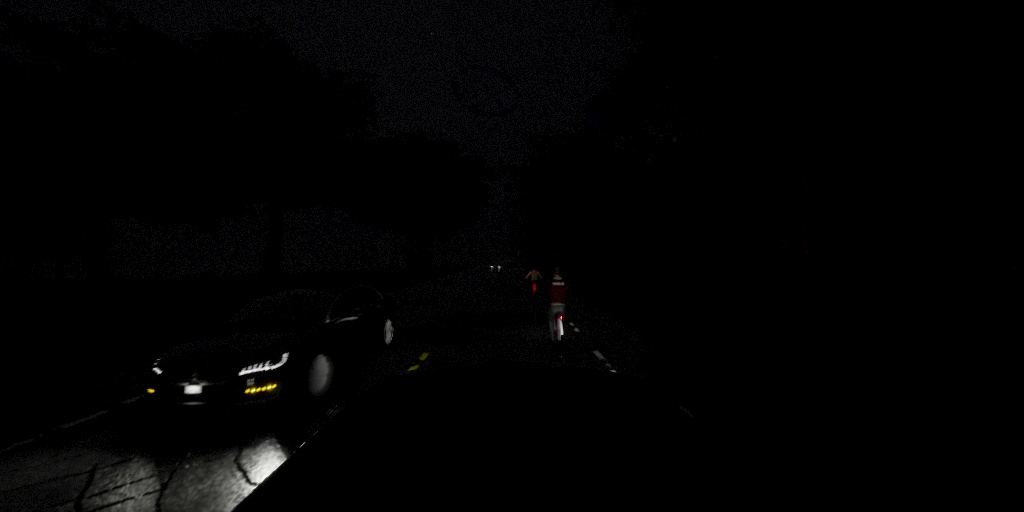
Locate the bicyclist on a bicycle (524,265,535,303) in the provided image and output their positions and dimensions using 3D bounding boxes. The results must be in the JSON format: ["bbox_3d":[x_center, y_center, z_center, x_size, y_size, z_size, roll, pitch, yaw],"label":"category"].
[{"bbox_3d":[0.949,1.195,15.575,0.866,1.612,1.509,0,0,0],"label":"bicyclist on a bicycle"}]

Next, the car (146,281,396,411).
[{"bbox_3d":[-3.601,1.256,6.478,1.837,1.490,4.892,0,0,0],"label":"car"}]

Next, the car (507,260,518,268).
[{"bbox_3d":[0.085,1.469,65.469,1.895,1.301,4.718,0,0,0],"label":"car"}]

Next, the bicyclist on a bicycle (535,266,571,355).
[{"bbox_3d":[0.961,1.123,7.807,0.659,1.776,1.843,0,0,0],"label":"bicyclist on a bicycle"}]
